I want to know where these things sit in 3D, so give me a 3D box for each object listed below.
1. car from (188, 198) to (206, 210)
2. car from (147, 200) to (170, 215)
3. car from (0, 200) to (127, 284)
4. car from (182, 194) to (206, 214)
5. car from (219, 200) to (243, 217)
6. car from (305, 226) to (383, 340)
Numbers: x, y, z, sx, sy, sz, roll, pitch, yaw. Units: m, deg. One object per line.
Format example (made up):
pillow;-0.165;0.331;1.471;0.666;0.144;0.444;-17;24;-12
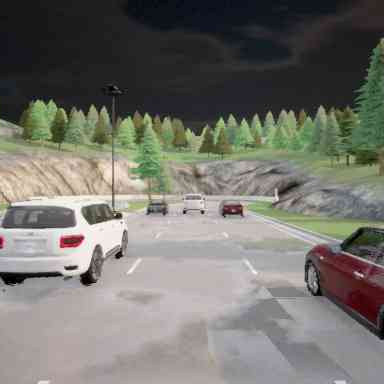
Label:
car;0.688;1.564;44.592;1.994;1.385;4.181;0;0;6
car;-3.357;1.491;33.303;2.128;1.511;4.902;0;0;0
car;-3.393;1.222;9.668;2.150;2.045;5.566;0;0;0
car;0.167;1.221;35.246;2.150;2.045;5.566;0;0;0
car;3.627;1.477;31.361;1.882;1.535;5.008;0;0;0
car;3.605;1.353;5.721;2.097;1.767;4.553;0;0;0
